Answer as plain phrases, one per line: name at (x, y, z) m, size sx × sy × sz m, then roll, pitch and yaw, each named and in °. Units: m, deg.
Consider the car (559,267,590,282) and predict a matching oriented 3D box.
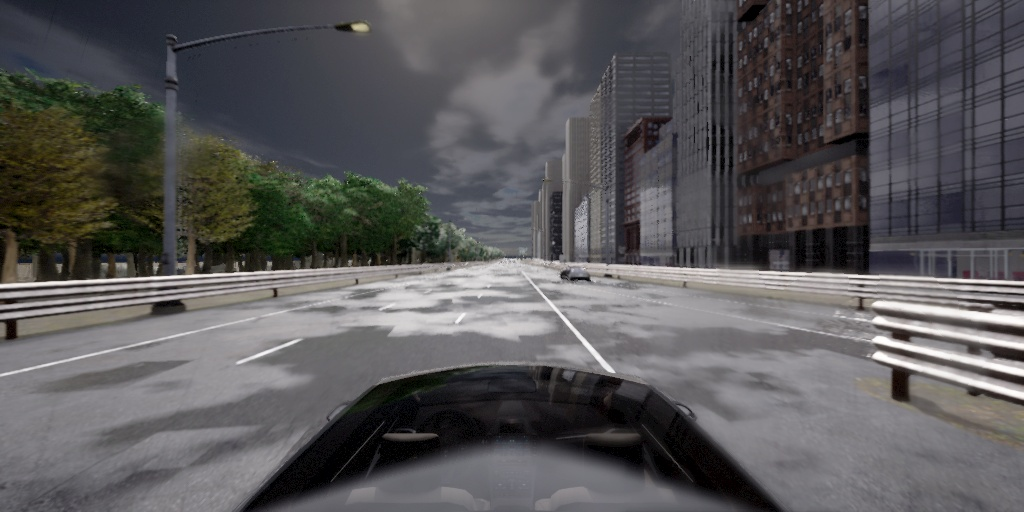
car at (5.876, 1.678, 33.953) m, size 1.994 × 1.385 × 4.181 m, roll 0°, pitch -1°, yaw -8°
